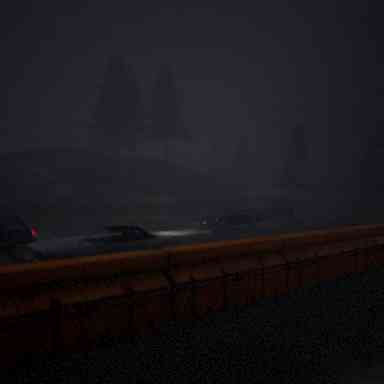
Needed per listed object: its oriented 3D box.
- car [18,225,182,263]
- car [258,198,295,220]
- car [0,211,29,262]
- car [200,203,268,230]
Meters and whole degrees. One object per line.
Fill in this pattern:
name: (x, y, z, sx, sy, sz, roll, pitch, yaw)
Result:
car: (-2.733, 1.766, 10.685, 4.718, 1.301, 1.895, 0, -1, -36)
car: (7.420, 1.627, 31.519, 5.566, 2.045, 2.150, 1, -1, -37)
car: (-7.783, 1.551, 11.387, 4.553, 1.767, 2.097, 0, -1, -35)
car: (2.771, 1.809, 23.600, 4.902, 1.511, 2.128, 1, -1, -37)
